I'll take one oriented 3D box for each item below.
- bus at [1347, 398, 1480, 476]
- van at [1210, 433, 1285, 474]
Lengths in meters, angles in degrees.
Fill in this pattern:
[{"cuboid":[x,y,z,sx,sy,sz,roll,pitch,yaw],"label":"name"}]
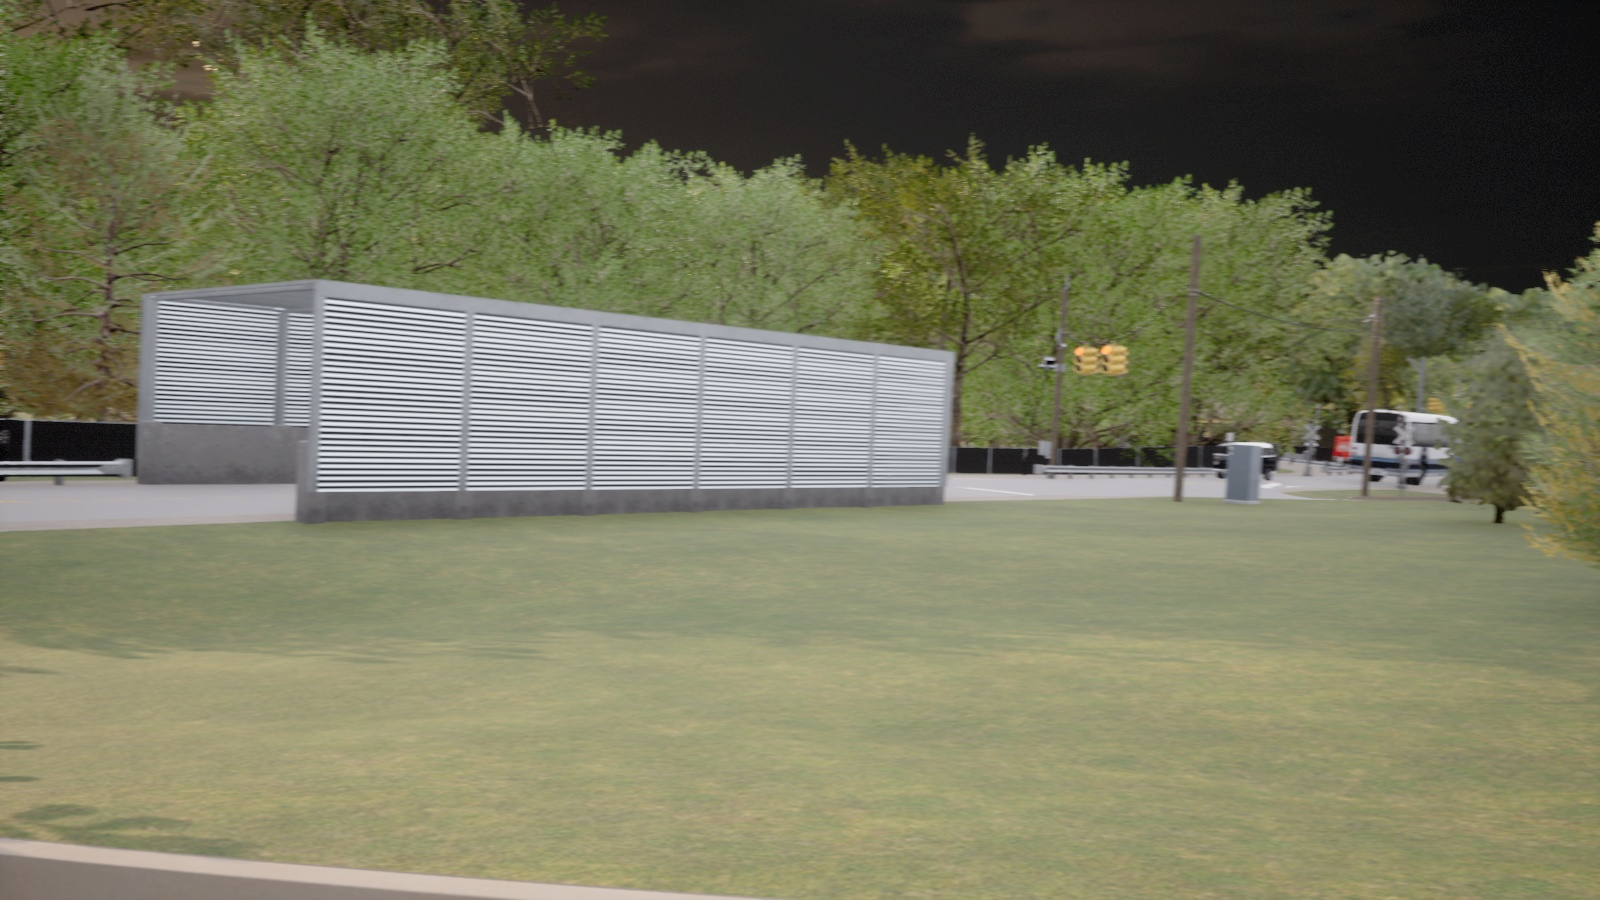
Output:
[{"cuboid":[36.989,-0.790,75.507,3.944,4.253,10.273,5,3,44],"label":"bus"},{"cuboid":[23.978,0.152,67.158,2.069,2.038,4.480,3,3,43],"label":"van"}]
